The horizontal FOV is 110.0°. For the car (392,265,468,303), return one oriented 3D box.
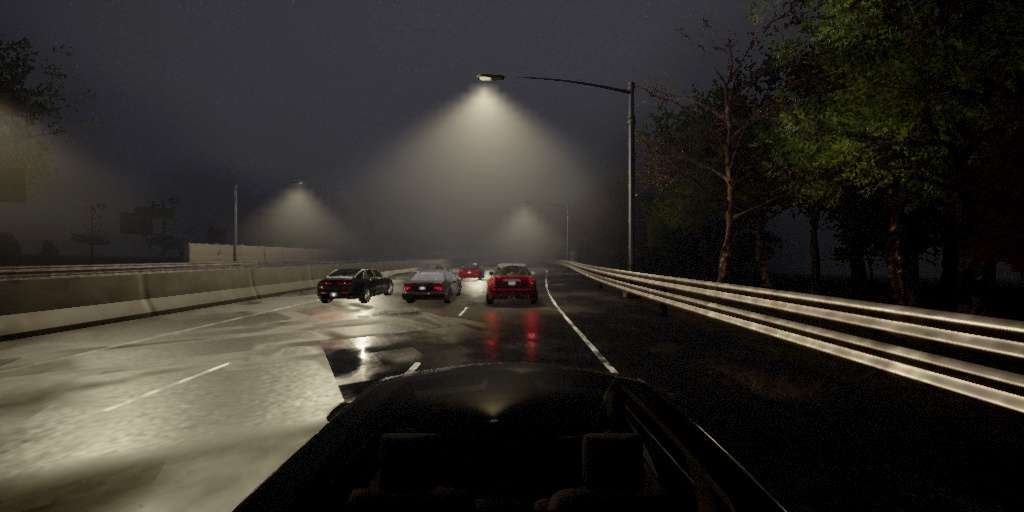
[{"bbox_3d":[-3.500,1.313,16.501,2.033,1.411,5.357,0,0,0],"label":"car"}]

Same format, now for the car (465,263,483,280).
[{"bbox_3d":[-3.500,1.332,31.501,1.994,1.385,4.181,0,0,0],"label":"car"}]

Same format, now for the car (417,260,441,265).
[{"bbox_3d":[-7.000,1.322,31.501,2.033,1.411,5.357,0,0,0],"label":"car"}]

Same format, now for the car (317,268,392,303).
[{"bbox_3d":[-7.000,1.266,16.501,1.837,1.490,4.892,0,0,0],"label":"car"}]

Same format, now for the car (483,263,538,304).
[{"bbox_3d":[0.000,1.116,16.471,2.097,1.767,4.553,0,0,0],"label":"car"}]
